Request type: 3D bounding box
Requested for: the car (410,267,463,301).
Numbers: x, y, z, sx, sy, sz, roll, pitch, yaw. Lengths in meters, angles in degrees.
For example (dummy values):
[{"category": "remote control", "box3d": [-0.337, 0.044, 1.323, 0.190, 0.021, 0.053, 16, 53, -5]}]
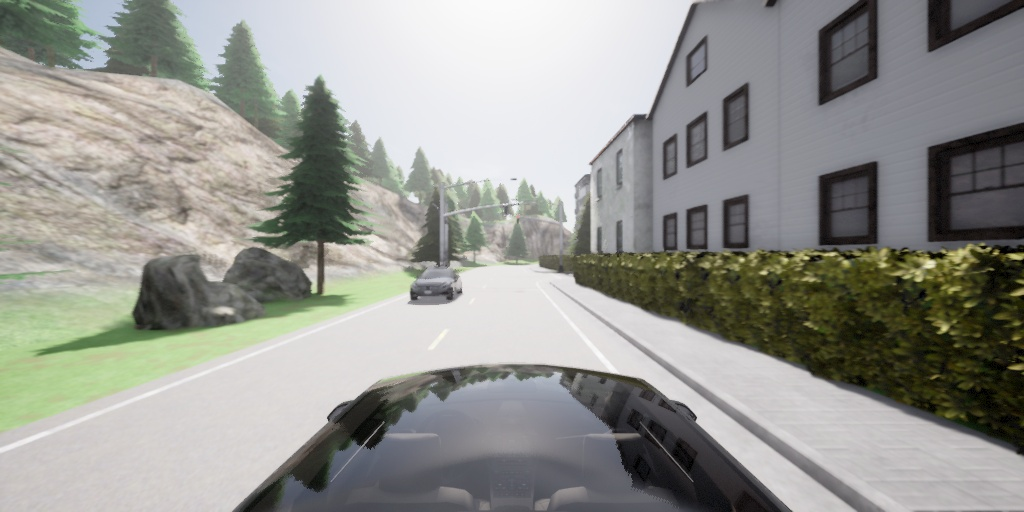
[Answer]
[{"category": "car", "box3d": [-3.517, 1.269, 17.375, 1.812, 1.442, 4.674, 0, 0, 0]}]
